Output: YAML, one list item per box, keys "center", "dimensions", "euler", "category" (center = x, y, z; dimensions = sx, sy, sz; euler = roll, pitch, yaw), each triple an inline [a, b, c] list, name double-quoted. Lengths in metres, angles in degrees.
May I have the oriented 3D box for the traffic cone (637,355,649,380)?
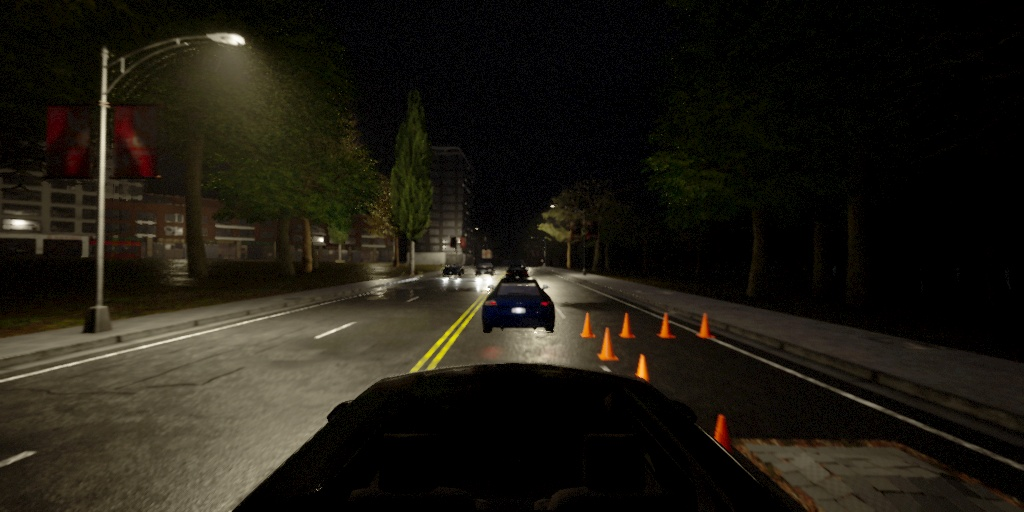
- center: [1.892, 1.728, 5.191]
  dimensions: [0.340, 0.580, 0.340]
  euler: [0, 0, 1]
  category: "traffic cone"

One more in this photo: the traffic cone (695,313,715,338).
- center: [4.936, 1.757, 9.158]
  dimensions: [0.340, 0.580, 0.340]
  euler: [0, 0, 1]
  category: "traffic cone"

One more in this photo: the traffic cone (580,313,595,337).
- center: [1.937, 1.747, 9.191]
  dimensions: [0.340, 0.580, 0.340]
  euler: [0, 0, 1]
  category: "traffic cone"

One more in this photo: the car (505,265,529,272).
- center: [0.389, 1.441, 28.745]
  dimensions: [1.812, 1.442, 4.674]
  euler: [0, 0, 1]
  category: "car"

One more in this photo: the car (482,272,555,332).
- center: [0.191, 1.358, 11.054]
  dimensions: [1.994, 1.385, 4.181]
  euler: [0, 0, 1]
  category: "car"

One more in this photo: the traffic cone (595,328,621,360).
- center: [1.914, 1.738, 7.191]
  dimensions: [0.340, 0.580, 0.340]
  euler: [0, 0, 1]
  category: "traffic cone"

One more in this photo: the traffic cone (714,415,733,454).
- center: [1.870, 1.719, 3.192]
  dimensions: [0.340, 0.580, 0.340]
  euler: [0, 0, 1]
  category: "traffic cone"

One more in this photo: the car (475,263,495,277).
- center: [-2.935, 1.489, 39.270]
  dimensions: [2.128, 1.511, 4.902]
  euler: [0, -1, 1]
  category: "car"

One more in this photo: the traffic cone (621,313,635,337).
- center: [2.937, 1.750, 9.180]
  dimensions: [0.340, 0.580, 0.340]
  euler: [0, 0, 1]
  category: "traffic cone"

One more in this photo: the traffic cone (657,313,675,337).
- center: [3.936, 1.754, 9.169]
  dimensions: [0.340, 0.580, 0.340]
  euler: [0, 0, 1]
  category: "traffic cone"

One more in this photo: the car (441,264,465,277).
- center: [-6.197, 1.539, 38.293]
  dimensions: [1.994, 1.385, 4.181]
  euler: [0, -1, 1]
  category: "car"
